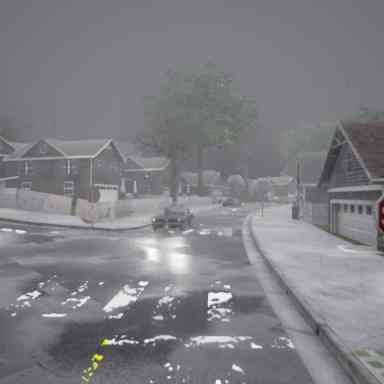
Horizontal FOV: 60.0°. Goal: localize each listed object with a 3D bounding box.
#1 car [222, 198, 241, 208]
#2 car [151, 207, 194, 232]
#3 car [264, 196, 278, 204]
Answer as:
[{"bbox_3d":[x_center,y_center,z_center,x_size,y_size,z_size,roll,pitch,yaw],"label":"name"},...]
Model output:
[{"bbox_3d":[5.680,1.533,46.981,2.033,1.411,5.357,0,0,20],"label":"car"},{"bbox_3d":[-1.087,1.610,20.416,1.895,1.301,4.718,0,0,9],"label":"car"},{"bbox_3d":[16.932,1.578,71.128,2.097,1.767,4.553,0,-1,30],"label":"car"}]
